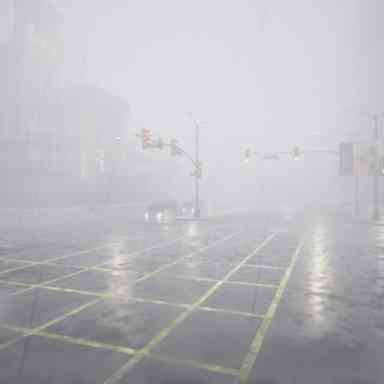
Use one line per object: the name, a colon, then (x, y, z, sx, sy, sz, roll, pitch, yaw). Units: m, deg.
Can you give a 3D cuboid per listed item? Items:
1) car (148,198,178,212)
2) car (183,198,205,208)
car: (-3.343, 1.466, 39.023, 1.882, 1.535, 5.008, 0, 0, 23)
car: (0.321, 1.581, 48.558, 1.895, 1.301, 4.718, 0, 0, 21)
